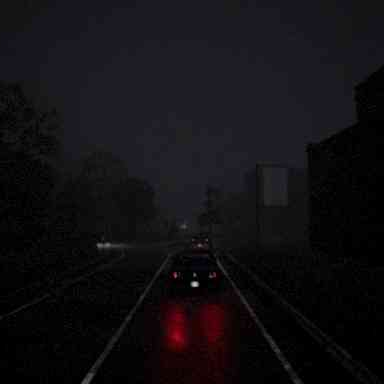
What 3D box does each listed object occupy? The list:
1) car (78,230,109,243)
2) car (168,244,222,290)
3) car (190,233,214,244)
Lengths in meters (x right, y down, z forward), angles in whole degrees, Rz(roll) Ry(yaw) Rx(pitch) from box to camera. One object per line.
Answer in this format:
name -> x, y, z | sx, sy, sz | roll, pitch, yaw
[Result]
car -> -11.817, 5.253, 39.621 | 4.902, 1.511, 2.128 | -5, -6, 44
car -> 0.098, 3.037, 13.493 | 1.895, 1.301, 4.718 | 0, -5, 0
car -> 0.919, 4.459, 30.112 | 2.128, 1.511, 4.902 | -1, -6, 6
